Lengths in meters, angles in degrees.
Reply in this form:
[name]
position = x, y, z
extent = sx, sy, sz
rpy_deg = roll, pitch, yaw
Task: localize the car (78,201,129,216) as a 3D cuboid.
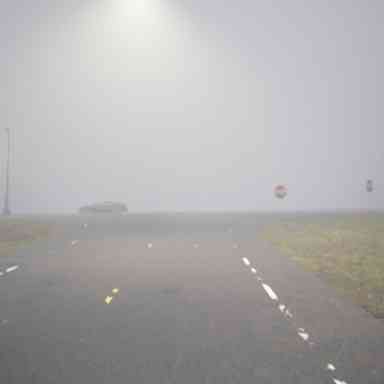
[car]
position = -8.778, 1.624, 33.204
extent = 4.902, 1.511, 2.128
rpy_deg = 0, -3, 0
